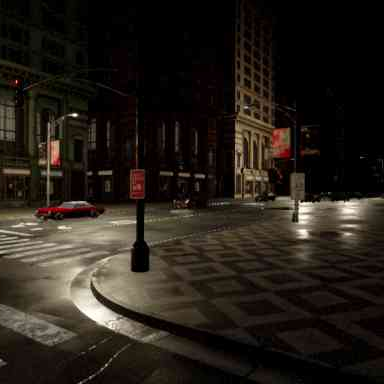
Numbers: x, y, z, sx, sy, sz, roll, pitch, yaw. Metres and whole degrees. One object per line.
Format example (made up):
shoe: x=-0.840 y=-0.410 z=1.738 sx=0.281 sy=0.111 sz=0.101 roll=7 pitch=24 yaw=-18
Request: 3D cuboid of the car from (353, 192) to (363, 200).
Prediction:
car: x=29.634 y=0.674 z=60.355 sx=1.812 sy=1.442 sz=4.674 roll=0 pitch=1 yaw=35

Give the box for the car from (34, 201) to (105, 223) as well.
car: x=-8.628 y=1.362 z=23.692 sx=1.895 sy=1.301 sz=4.718 roll=0 pitch=1 yaw=34

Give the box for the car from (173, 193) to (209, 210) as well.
car: x=-0.069 y=0.924 z=35.722 sx=2.097 sy=1.767 sz=4.553 roll=0 pitch=1 yaw=35

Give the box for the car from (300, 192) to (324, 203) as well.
car: x=17.279 y=0.911 z=48.569 sx=1.994 sy=1.385 sz=4.181 roll=0 pitch=1 yaw=35

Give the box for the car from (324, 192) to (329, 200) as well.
car: x=23.022 y=0.713 z=56.650 sx=2.128 sy=1.511 sz=4.902 roll=0 pitch=1 yaw=35

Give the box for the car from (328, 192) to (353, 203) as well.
car: x=22.477 y=0.833 z=50.280 sx=1.812 sy=1.442 sz=4.674 roll=0 pitch=1 yaw=36

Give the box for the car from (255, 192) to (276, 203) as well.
car: x=11.445 y=0.825 z=51.762 sx=2.128 sy=1.511 sz=4.902 roll=0 pitch=1 yaw=35
